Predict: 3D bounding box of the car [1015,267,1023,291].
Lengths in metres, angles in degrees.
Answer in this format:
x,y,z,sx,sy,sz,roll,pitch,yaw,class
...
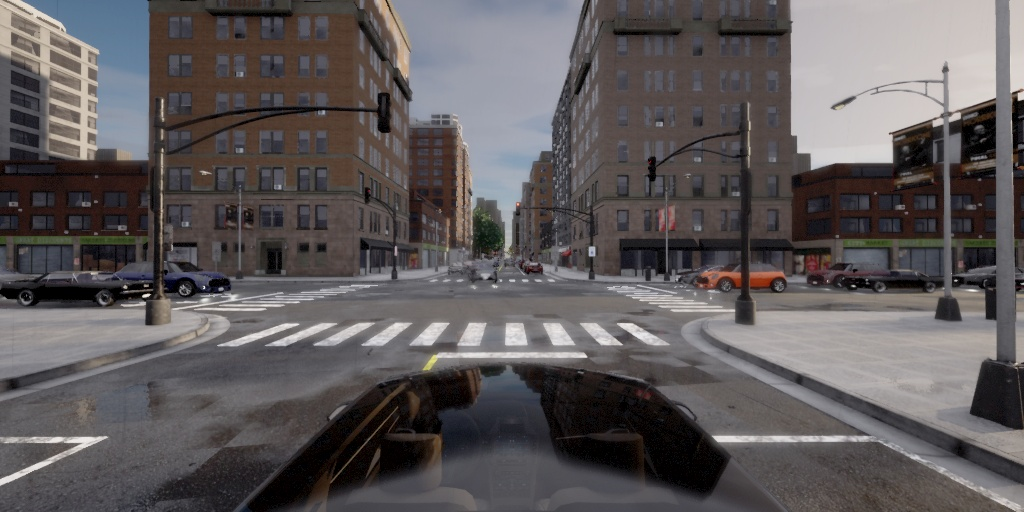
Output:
x,y,z,sx,sy,sz,roll,pitch,yaw,class
32.316,1.477,21.271,4.181,1.385,1.994,0,0,-1,car

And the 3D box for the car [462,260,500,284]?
x,y,z,sx,sy,sz,roll,pitch,yaw,class
-2.330,1.255,27.211,2.128,1.511,4.902,0,0,-12,car

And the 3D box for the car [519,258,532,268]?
x,y,z,sx,sy,sz,roll,pitch,yaw,class
2.334,1.325,51.091,1.751,1.417,4.829,0,0,-1,car

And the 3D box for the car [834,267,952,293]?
x,y,z,sx,sy,sz,roll,pitch,yaw,class
22.377,1.469,21.199,4.718,1.301,1.895,0,0,-1,car

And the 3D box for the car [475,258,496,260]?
x,y,z,sx,sy,sz,roll,pitch,yaw,class
-3.332,1.331,42.718,2.033,1.411,5.357,0,0,-1,car

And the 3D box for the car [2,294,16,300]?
x,y,z,sx,sy,sz,roll,pitch,yaw,class
-5.855,1.190,1.453,1.967,1.591,4.097,0,0,0,car

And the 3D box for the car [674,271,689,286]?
x,y,z,sx,sy,sz,roll,pitch,yaw,class
13.691,1.347,24.398,4.902,1.511,2.128,0,0,0,car

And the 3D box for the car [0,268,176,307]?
x,y,z,sx,sy,sz,roll,pitch,yaw,class
-16.666,1.246,14.185,4.718,1.301,1.895,0,0,0,car

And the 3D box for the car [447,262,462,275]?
x,y,z,sx,sy,sz,roll,pitch,yaw,class
-6.064,1.329,39.814,2.007,1.370,4.403,0,0,-1,car

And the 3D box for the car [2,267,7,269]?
x,y,z,sx,sy,sz,roll,pitch,yaw,class
-25.920,1.182,17.367,5.357,1.411,2.033,0,0,-1,car

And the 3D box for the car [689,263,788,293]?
x,y,z,sx,sy,sz,roll,pitch,yaw,class
13.391,1.181,21.130,4.553,1.767,2.097,0,0,0,car

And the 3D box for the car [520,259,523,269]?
x,y,z,sx,sy,sz,roll,pitch,yaw,class
2.399,1.354,45.414,1.948,1.339,4.313,0,0,-1,car

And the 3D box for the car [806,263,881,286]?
x,y,z,sx,sy,sz,roll,pitch,yaw,class
22.885,1.249,24.453,4.553,1.767,2.097,0,0,-1,car

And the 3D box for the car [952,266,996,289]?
x,y,z,sx,sy,sz,roll,pitch,yaw,class
32.769,1.446,24.524,4.892,1.490,1.837,0,0,0,car

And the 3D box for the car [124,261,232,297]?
x,y,z,sx,sy,sz,roll,pitch,yaw,class
-16.447,1.024,17.470,4.553,1.767,2.097,0,0,-1,car

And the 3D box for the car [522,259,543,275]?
x,y,z,sx,sy,sz,roll,pitch,yaw,class
2.461,1.324,39.907,1.888,1.381,4.507,0,0,-1,car

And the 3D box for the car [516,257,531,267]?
x,y,z,sx,sy,sz,roll,pitch,yaw,class
2.273,1.128,56.427,2.192,1.841,5.009,0,0,-1,car

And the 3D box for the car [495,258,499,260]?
x,y,z,sx,sy,sz,roll,pitch,yaw,class
-3.473,1.318,55.908,1.837,1.490,4.892,0,0,0,car
